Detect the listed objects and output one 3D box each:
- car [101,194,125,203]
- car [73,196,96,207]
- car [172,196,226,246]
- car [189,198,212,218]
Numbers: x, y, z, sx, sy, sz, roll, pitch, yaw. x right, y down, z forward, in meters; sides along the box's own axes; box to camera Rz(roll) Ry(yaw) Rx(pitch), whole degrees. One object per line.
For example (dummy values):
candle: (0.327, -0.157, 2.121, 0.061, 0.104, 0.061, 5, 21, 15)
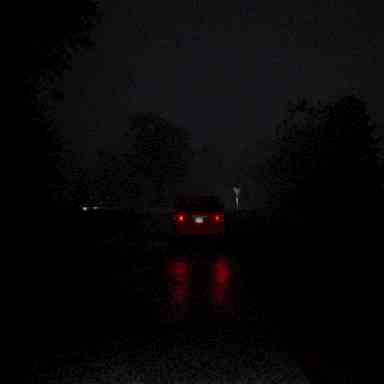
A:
car: (-15.588, 1.142, 65.668, 2.097, 1.767, 4.553, 0, 0, 39)
car: (-15.573, 1.335, 47.999, 1.837, 1.490, 4.892, 0, 0, -39)
car: (0.311, 1.185, 15.283, 2.150, 2.045, 5.566, 0, 0, 1)
car: (0.852, 1.393, 30.573, 1.882, 1.535, 5.008, 0, 0, 5)
